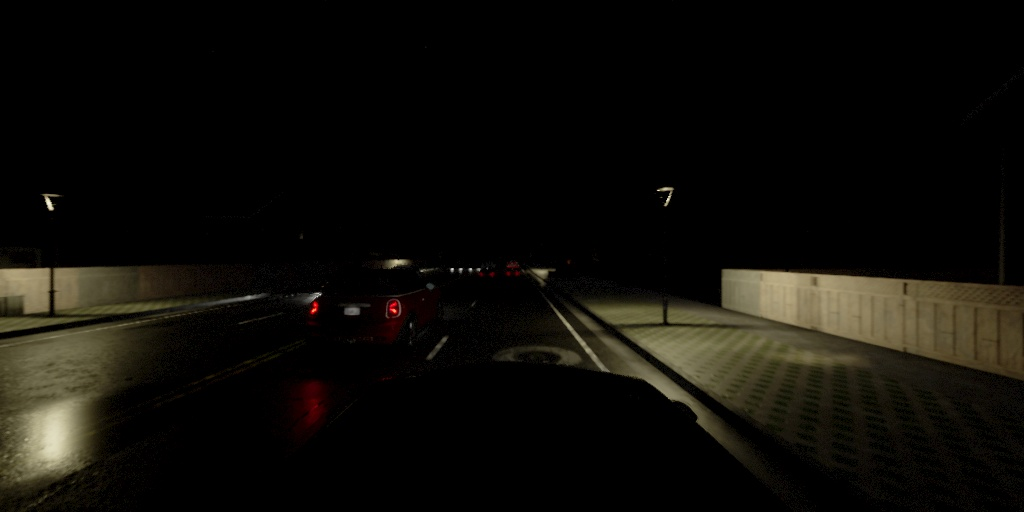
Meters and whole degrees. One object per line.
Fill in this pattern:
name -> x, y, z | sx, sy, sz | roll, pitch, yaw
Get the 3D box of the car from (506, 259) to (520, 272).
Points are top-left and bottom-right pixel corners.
car -> 0.098, 1.482, 50.379 | 1.895, 1.301, 4.718 | 0, 0, 0

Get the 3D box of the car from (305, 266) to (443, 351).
car -> -3.149, 1.119, 9.184 | 2.097, 1.767, 4.553 | 0, 0, 0

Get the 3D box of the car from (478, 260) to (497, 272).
car -> -3.153, 1.401, 48.166 | 1.812, 1.442, 4.674 | 0, 0, 0

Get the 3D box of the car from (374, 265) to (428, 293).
car -> -6.599, 1.325, 21.883 | 1.812, 1.442, 4.674 | 0, 0, 0

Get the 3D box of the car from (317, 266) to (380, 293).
car -> -9.848, 1.364, 21.997 | 1.994, 1.385, 4.181 | 0, 0, 0
